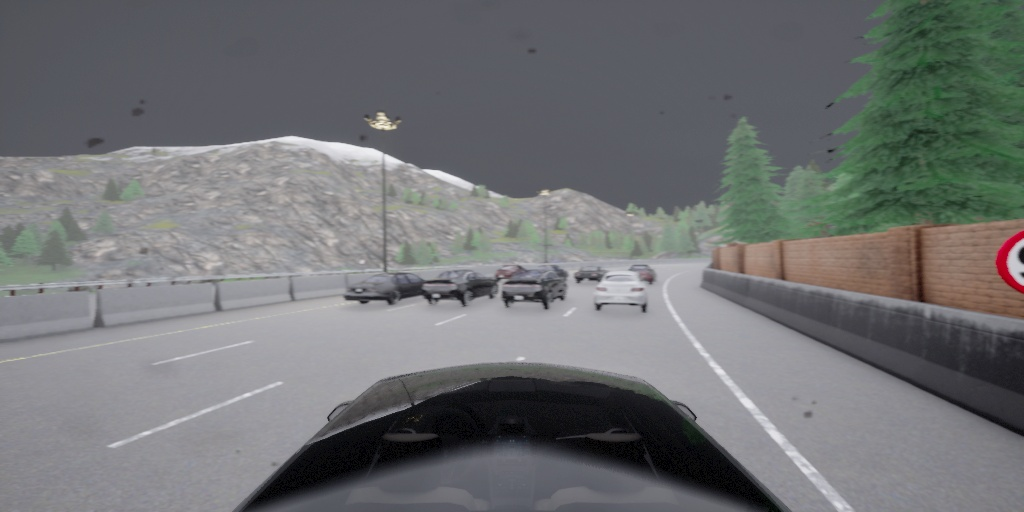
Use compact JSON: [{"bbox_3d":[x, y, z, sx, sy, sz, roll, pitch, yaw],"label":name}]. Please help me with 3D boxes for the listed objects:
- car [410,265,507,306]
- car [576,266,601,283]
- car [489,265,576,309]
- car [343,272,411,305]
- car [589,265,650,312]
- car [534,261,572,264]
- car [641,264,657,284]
[{"bbox_3d":[-2.195,1.374,16.612,2.128,1.511,4.902,-1,0,20],"label":"car"},{"bbox_3d":[6.339,1.414,28.036,1.895,1.301,4.718,-1,0,25],"label":"car"},{"bbox_3d":[1.095,1.312,15.421,2.128,1.511,4.902,-1,0,20],"label":"car"},{"bbox_3d":[-5.602,1.491,17.507,2.033,1.411,5.357,-1,0,20],"label":"car"},{"bbox_3d":[4.418,1.283,14.311,1.812,1.442,4.674,-1,0,20],"label":"car"},{"bbox_3d":[3.118,1.423,29.419,2.033,1.411,5.357,-1,0,25],"label":"car"},{"bbox_3d":[9.604,1.315,26.736,1.994,1.385,4.181,-1,0,26],"label":"car"}]
